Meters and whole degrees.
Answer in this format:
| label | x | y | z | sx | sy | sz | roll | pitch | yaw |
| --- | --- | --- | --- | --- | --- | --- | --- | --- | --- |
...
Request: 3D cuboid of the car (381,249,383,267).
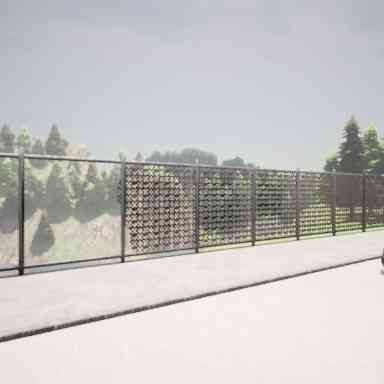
| label | x | y | z | sx | sy | sz | roll | pitch | yaw |
| --- | --- | --- | --- | --- | --- | --- | --- | --- | --- |
| car | 7.402 | 1.546 | 9.673 | 4.674 | 1.442 | 1.812 | 0 | 0 | -34 |
